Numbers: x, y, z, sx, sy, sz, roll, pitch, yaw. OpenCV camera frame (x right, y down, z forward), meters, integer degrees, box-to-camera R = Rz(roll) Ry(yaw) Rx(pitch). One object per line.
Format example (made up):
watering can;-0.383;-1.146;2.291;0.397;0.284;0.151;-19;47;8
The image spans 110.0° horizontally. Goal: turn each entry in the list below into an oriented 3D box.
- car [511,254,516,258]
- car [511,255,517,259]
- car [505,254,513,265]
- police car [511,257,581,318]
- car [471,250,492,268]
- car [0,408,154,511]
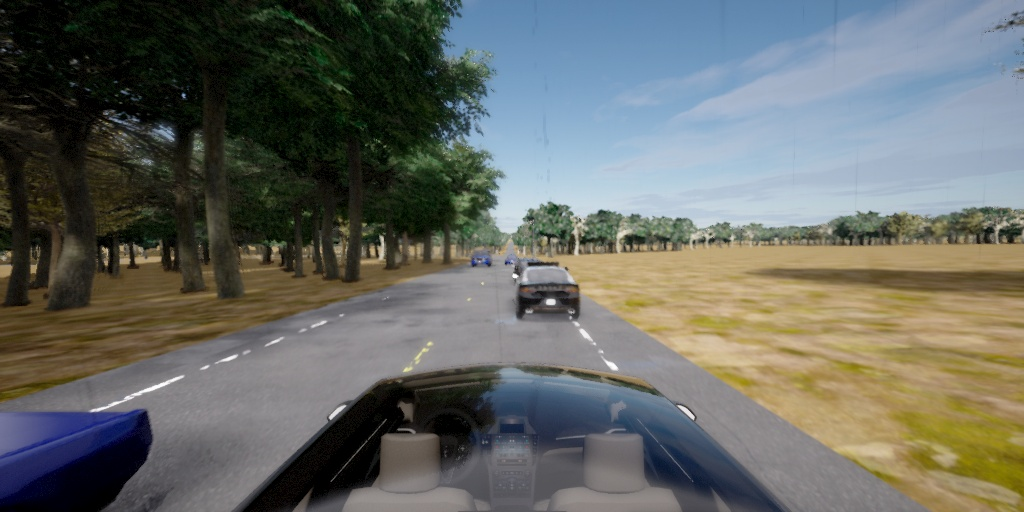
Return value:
car;1.044;0.829;28.125;1.812;1.442;4.674;0;1;0
car;1.045;0.908;22.122;1.837;1.490;4.892;0;1;0
car;0.005;0.540;48.975;1.994;1.385;4.181;0;1;0
police car;1.047;0.993;12.229;1.930;1.638;5.238;0;1;0
car;-3.585;0.283;43.075;2.150;2.045;5.566;0;1;1
car;-3.597;1.374;0.387;1.895;1.301;4.718;0;1;0
